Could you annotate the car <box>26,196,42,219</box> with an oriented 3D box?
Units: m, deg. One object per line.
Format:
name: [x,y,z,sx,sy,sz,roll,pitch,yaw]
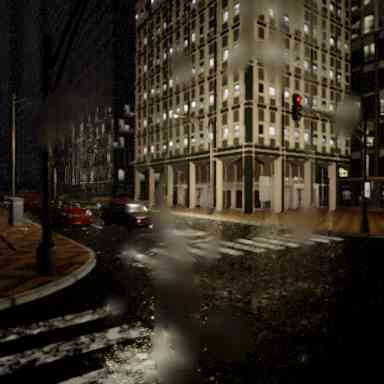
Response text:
car: [-10.735,1.208,24.720,1.802,1.307,4.206,2,0,-36]

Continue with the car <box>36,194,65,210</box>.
car: [-15.101,0.960,35.260,1.837,1.490,4.892,0,1,-35]

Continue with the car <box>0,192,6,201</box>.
car: [-30.207,0.622,51.913,1.887,1.381,4.507,2,0,-36]

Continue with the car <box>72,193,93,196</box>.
car: [-8.867,0.983,26.543,2.097,1.767,4.553,0,1,-36]

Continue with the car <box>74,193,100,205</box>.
car: [-13.795,0.911,43.390,1.752,1.417,4.829,2,0,-36]

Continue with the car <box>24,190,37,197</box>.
car: [-36.423,0.293,74.988,1.887,1.381,4.507,2,0,-36]

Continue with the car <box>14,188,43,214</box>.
car: [-13.973,0.850,29.253,2.192,1.841,5.009,2,0,-36]

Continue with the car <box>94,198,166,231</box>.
car: [-3.589,1.328,19.168,2.033,1.411,5.357,0,1,-36]

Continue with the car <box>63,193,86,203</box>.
car: [-16.944,0.862,47.785,1.947,1.339,4.313,2,0,-36]

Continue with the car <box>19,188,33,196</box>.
car: [-39.664,-0.028,79.522,2.192,1.841,5.009,2,0,-36]

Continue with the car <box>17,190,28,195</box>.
car: [-42.917,0.132,84.056,1.947,1.339,4.313,2,0,-36]

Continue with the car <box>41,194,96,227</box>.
car: [-7.485,1.158,20.188,1.967,1.590,4.097,2,0,-36]
